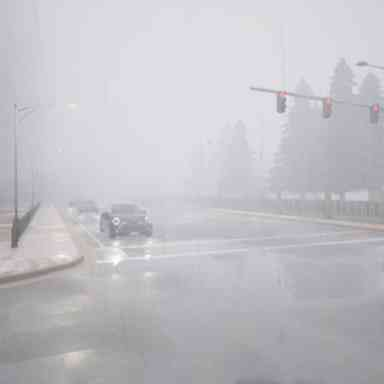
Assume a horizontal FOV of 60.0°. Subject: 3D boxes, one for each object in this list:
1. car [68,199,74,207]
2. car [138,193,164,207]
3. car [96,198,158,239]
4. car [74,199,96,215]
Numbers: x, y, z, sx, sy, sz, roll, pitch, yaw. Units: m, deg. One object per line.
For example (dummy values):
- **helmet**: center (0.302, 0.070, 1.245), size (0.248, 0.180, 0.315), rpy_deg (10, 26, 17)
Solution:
- **car**: center (-17.862, 1.679, 50.909), size (1.895, 1.301, 4.718), rpy_deg (0, 0, -23)
- **car**: center (-5.973, 1.207, 49.996), size (2.150, 2.045, 5.566), rpy_deg (0, 0, -23)
- **car**: center (-3.630, 1.388, 17.851), size (2.097, 1.767, 4.553), rpy_deg (0, 0, -23)
- **car**: center (-10.923, 1.535, 34.674), size (1.837, 1.490, 4.892), rpy_deg (0, 0, -23)
